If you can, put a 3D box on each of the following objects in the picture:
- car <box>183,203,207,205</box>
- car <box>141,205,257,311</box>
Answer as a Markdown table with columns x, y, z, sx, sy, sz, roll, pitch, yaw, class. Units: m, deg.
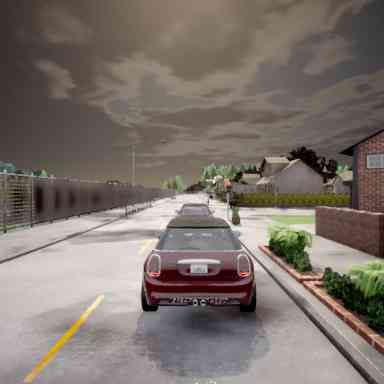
| x | y | z | sx | sy | sz | roll | pitch | yaw | class |
| --- | --- | --- | --- | --- | --- | --- | --- | --- | --- |
| 0.163 | 1.352 | 17.590 | 2.097 | 1.767 | 4.553 | 0 | 0 | 0 | car |
| 0.125 | 1.352 | 7.893 | 2.097 | 1.767 | 4.553 | 0 | 0 | 0 | car |
